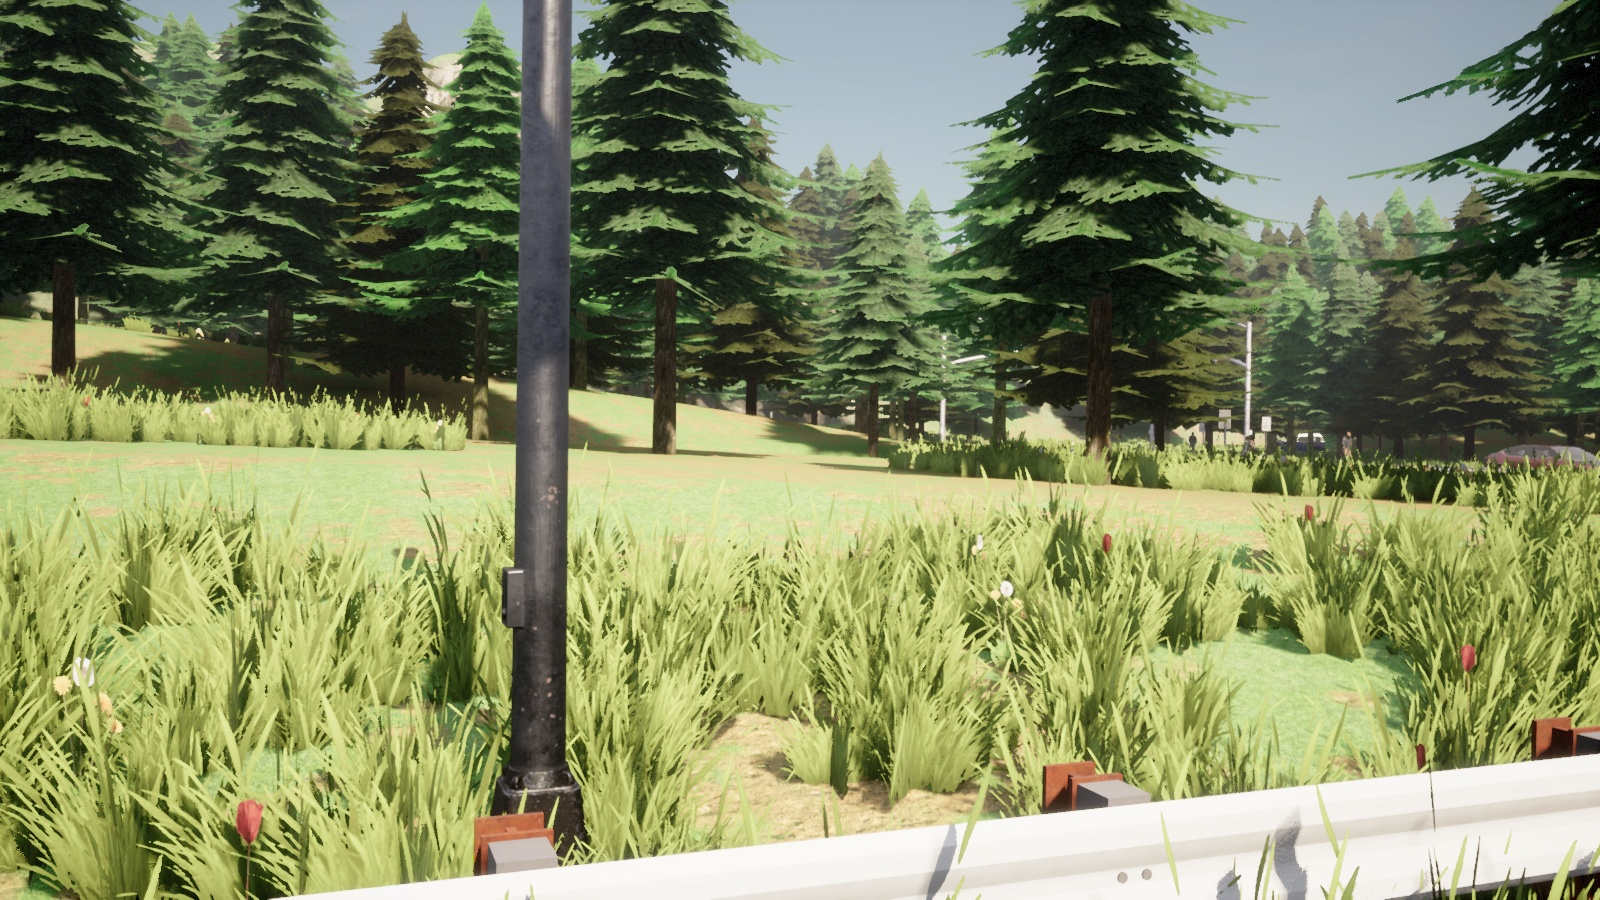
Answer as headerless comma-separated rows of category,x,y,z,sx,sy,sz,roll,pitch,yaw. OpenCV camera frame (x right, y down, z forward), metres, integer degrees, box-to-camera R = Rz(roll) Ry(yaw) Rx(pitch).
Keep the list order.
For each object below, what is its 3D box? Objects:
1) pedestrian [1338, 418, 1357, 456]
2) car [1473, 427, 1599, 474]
pedestrian,26.646,-0.631,61.120,0.540,1.848,0.694,-1,1,-15
car,25.569,-0.011,42.334,2.163,1.488,4.792,-1,1,-21
